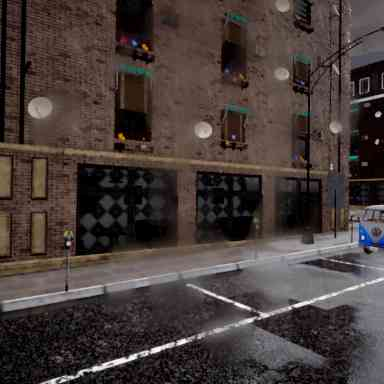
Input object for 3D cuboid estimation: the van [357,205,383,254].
[{"bbox_3d":[7.671,1.345,12.104,3.998,1.788,1.690,0,1,-35],"label":"van"}]
